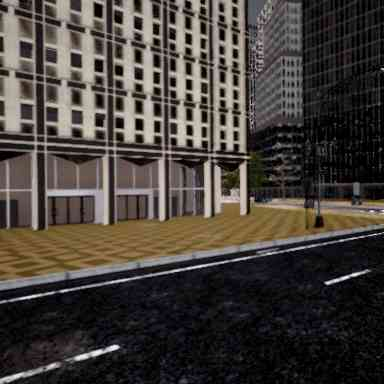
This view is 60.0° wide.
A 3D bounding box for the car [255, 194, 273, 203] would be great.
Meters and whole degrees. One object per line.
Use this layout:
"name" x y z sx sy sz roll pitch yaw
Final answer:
"car" 13.209 1.147 61.426 2.097 1.767 4.553 -1 0 -8
